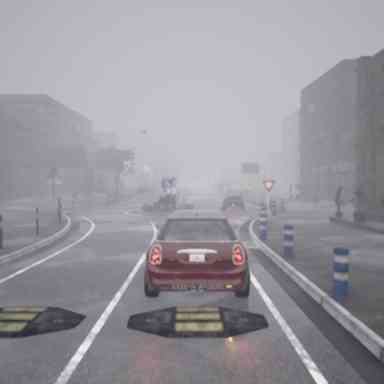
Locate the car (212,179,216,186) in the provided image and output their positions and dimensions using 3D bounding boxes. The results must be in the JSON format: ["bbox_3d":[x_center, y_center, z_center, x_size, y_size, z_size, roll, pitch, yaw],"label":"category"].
[{"bbox_3d":[7.852,-1.696,76.954,4.892,1.521,2.231,0,3,-1],"label":"car"}]

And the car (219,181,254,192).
[{"bbox_3d":[7.917,-0.667,57.687,5.366,1.575,1.946,0,3,-1],"label":"car"}]

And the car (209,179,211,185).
[{"bbox_3d":[7.700,-2.167,87.966,4.674,1.452,2.002,0,2,-1],"label":"car"}]

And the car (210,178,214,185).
[{"bbox_3d":[7.777,-1.960,82.459,5.008,1.535,2.097,0,3,-1],"label":"car"}]

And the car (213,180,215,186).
[{"bbox_3d":[7.888,-1.559,74.201,4.892,1.521,2.231,0,3,-1],"label":"car"}]

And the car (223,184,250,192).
[{"bbox_3d":[8.070,-0.783,60.445,4.674,1.452,2.002,0,3,-1],"label":"car"}]

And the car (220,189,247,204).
[{"bbox_3d":[3.728,0.760,30.684,1.837,1.490,4.892,1,2,5],"label":"car"}]

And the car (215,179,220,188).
[{"bbox_3d":[8.022,-1.379,65.931,5.566,2.045,2.435,0,3,-1],"label":"car"}]

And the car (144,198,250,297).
[{"bbox_3d":[0.120,1.209,8.370,2.097,1.767,4.553,0,1,1],"label":"car"}]

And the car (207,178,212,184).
[{"bbox_3d":[7.632,-2.578,90.710,5.566,2.045,2.435,0,2,-1],"label":"car"}]

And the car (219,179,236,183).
[{"bbox_3d":[7.998,-1.103,63.186,4.553,1.767,2.185,0,3,-1],"label":"car"}]
